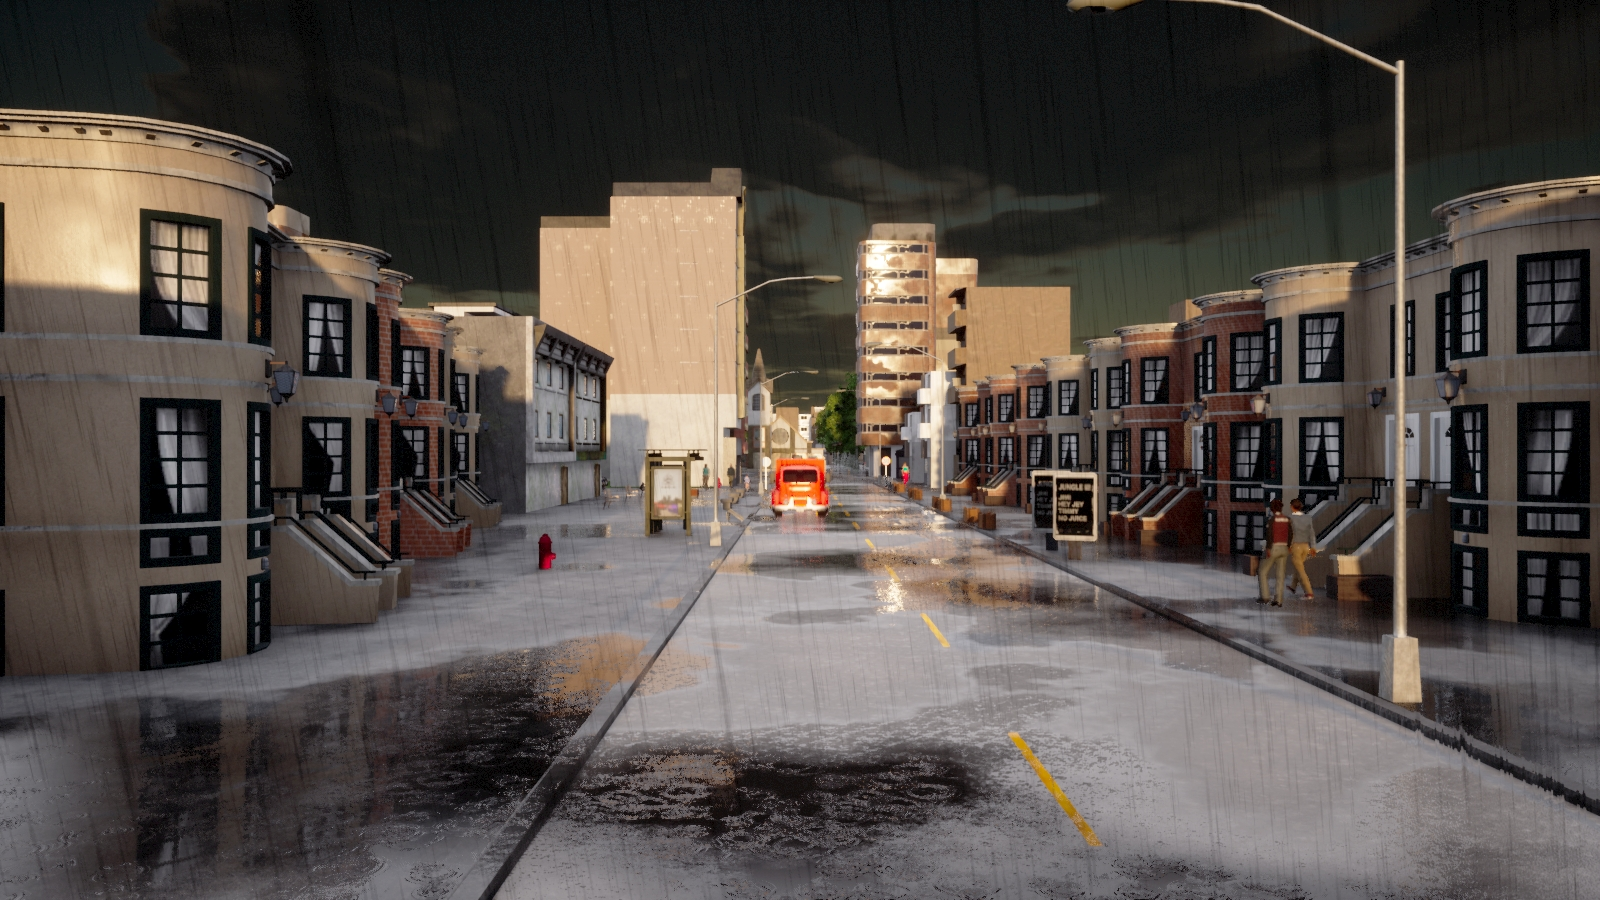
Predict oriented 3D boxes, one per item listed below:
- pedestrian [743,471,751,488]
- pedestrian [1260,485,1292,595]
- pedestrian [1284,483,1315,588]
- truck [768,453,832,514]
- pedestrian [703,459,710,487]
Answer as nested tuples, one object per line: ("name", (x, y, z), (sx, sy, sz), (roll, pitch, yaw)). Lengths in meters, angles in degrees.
("pedestrian", (-3.513, 1.935, 75.898), (0.500, 1.100, 0.500), (0, 0, -7))
("pedestrian", (8.176, 1.532, 19.625), (0.375, 1.860, 0.375), (0, 0, -7))
("pedestrian", (8.998, 1.533, 20.592), (0.375, 1.860, 0.375), (0, 0, -3))
("truck", (0.004, 1.369, 48.966), (2.627, 2.467, 5.204), (0, 0, 0))
("pedestrian", (-6.280, 1.557, 76.339), (0.375, 1.860, 0.375), (0, 0, 12))
